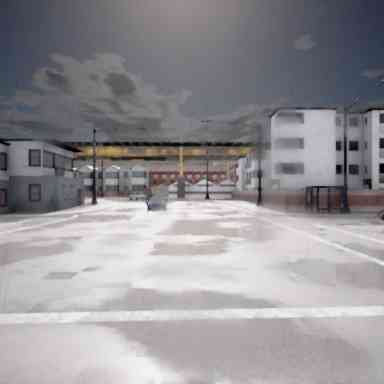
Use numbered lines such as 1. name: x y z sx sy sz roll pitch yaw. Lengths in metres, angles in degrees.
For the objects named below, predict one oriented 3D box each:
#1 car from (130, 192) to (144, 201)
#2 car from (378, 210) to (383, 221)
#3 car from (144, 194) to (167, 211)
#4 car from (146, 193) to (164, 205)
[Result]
1. car: -9.558 0.788 59.162 1.812 1.442 4.674 0 1 -30
2. car: 16.502 1.529 24.930 4.674 1.442 1.812 0 0 1
3. car: -3.853 1.133 37.306 2.097 1.767 4.553 0 1 -3
4. car: -5.492 1.018 49.156 1.837 1.490 4.892 0 1 -15
